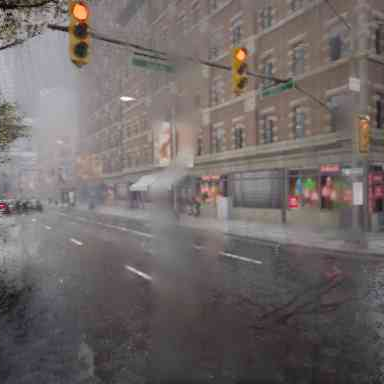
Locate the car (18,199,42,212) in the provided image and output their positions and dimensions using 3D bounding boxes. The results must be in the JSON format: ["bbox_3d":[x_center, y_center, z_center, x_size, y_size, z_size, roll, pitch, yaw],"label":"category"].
[{"bbox_3d":[-20.065,1.633,41.764,2.128,1.511,4.902,-1,0,-32],"label":"car"}]

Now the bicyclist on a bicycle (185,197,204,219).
[{"bbox_3d":[0.209,1.153,24.488,1.656,1.620,0.582,-2,1,-32],"label":"bicyclist on a bicycle"}]

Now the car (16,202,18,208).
[{"bbox_3d":[-25.195,1.740,49.862,2.033,1.411,5.357,-1,0,-32],"label":"car"}]

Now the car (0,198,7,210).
[{"bbox_3d":[-28.152,1.751,47.988,2.128,1.511,4.902,-1,0,-32],"label":"car"}]

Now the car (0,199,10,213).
[{"bbox_3d":[-23.243,1.716,40.242,1.837,1.490,4.892,-1,0,-32],"label":"car"}]
